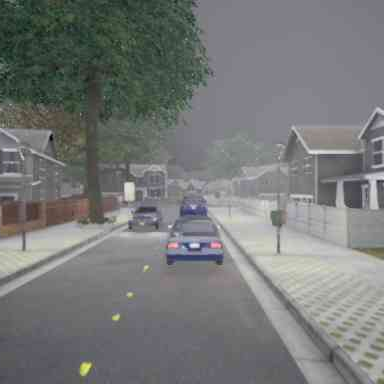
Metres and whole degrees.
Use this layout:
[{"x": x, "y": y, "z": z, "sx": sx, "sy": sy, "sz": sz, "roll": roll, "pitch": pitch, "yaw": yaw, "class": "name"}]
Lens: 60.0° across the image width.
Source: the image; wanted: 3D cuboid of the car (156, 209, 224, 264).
[{"x": 0.084, "y": 1.568, "z": 11.926, "sx": 2.033, "sy": 1.411, "sz": 5.357, "roll": 0, "pitch": 0, "yaw": 0, "class": "car"}]

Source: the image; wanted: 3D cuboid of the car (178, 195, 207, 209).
[{"x": 0.079, "y": 1.259, "z": 27.202, "sx": 2.150, "sy": 2.045, "sz": 5.566, "roll": 0, "pitch": 0, "yaw": -1, "class": "car"}]

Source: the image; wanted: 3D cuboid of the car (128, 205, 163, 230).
[{"x": -2.845, "y": 1.557, "z": 21.346, "sx": 1.812, "sy": 1.442, "sz": 4.674, "roll": 0, "pitch": 0, "yaw": 0, "class": "car"}]
